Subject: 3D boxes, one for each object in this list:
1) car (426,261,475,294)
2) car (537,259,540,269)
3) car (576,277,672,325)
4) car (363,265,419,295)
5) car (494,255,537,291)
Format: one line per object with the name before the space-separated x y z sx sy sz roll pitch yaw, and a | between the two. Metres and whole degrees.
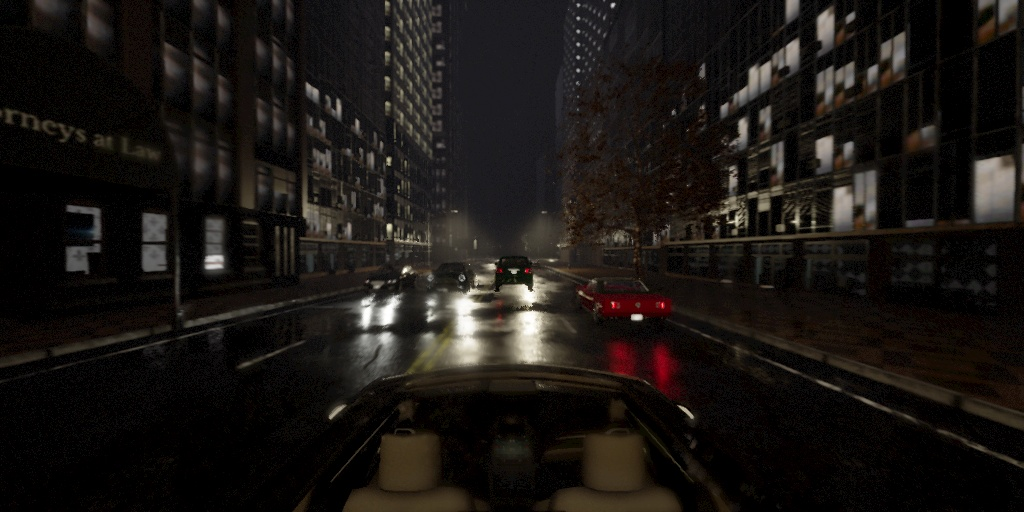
car | -3.300 1.098 20.034 2.097 1.767 4.553 0 0 0
car | 3.370 1.201 56.244 2.128 1.511 4.902 0 0 0
car | 3.354 1.351 11.830 1.895 1.301 4.718 0 0 0
car | -6.550 1.240 19.895 2.128 1.511 4.902 0 0 0
car | 0.106 0.968 21.940 2.150 2.045 5.566 0 0 0
